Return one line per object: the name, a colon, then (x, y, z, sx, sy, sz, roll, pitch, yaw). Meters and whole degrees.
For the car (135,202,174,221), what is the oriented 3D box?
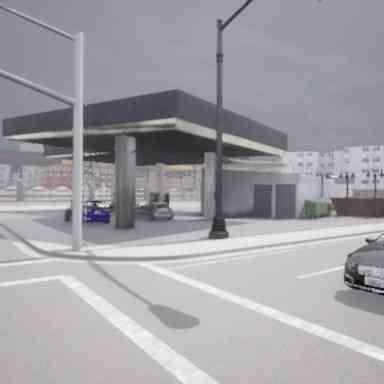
car: (-3.195, 1.588, 27.510, 1.970, 1.475, 3.806, 1, 0, -35)

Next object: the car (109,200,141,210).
car: (-9.305, 1.805, 46.610, 1.895, 1.301, 4.718, 0, 0, 28)

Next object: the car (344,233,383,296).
car: (5.646, 1.566, 8.148, 4.902, 1.511, 2.128, 1, 0, -36)

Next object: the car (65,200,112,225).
car: (-7.440, 1.383, 23.567, 2.242, 1.667, 4.611, 1, 0, -35)
